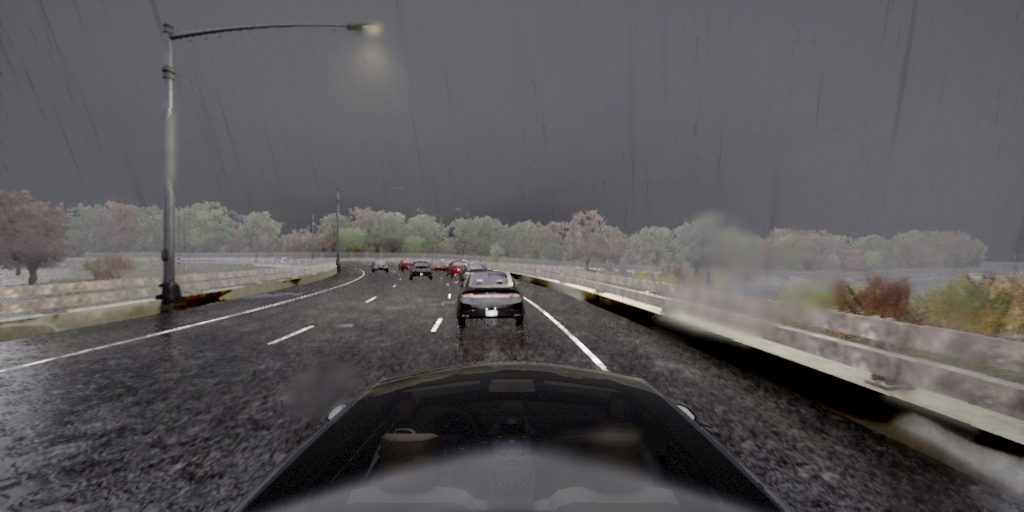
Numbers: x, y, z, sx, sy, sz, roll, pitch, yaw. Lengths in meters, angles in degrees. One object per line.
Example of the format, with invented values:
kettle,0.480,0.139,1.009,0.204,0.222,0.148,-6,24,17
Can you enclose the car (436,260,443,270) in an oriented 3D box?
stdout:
car,-10.052,1.255,46.977,1.994,1.385,4.181,0,0,-24

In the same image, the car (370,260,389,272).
car,-16.369,1.251,44.283,2.033,1.411,5.357,0,0,-25

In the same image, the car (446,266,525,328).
car,-0.703,1.226,11.431,2.128,1.511,4.902,0,0,-5

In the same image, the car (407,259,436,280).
car,-7.958,1.218,31.320,1.837,1.490,4.892,0,0,-15

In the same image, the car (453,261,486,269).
car,-2.511,1.210,23.396,2.128,1.511,4.902,0,0,-12

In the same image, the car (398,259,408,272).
car,-13.561,1.174,46.348,1.882,1.535,5.008,0,0,-24

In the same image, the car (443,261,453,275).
car,-5.061,1.182,33.751,1.882,1.535,5.008,0,0,-17
